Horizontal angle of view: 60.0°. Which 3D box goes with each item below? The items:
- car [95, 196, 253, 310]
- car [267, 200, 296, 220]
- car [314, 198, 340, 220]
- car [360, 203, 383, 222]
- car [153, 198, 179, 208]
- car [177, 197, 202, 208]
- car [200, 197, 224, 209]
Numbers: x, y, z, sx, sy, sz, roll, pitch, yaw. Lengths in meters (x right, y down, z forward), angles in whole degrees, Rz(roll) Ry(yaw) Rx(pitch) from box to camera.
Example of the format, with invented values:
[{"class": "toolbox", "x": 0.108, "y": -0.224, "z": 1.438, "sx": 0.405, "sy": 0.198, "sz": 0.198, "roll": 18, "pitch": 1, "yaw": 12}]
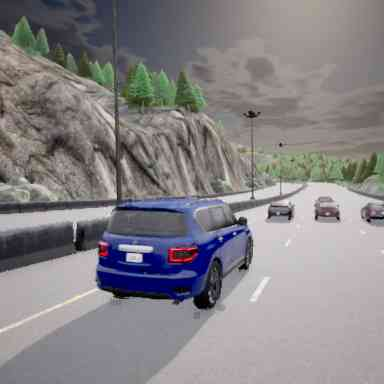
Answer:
[{"class": "car", "x": -0.011, "y": 1.204, "z": 8.147, "sx": 2.150, "sy": 2.045, "sz": 5.566, "roll": 0, "pitch": 0, "yaw": 21}, {"class": "car", "x": 7.490, "y": 1.435, "z": 27.736, "sx": 2.128, "sy": 1.511, "sz": 4.902, "roll": 0, "pitch": 0, "yaw": 21}, {"class": "car", "x": 11.066, "y": 1.472, "z": 27.309, "sx": 1.812, "sy": 1.442, "sz": 4.674, "roll": 0, "pitch": 0, "yaw": 21}, {"class": "car", "x": 13.978, "y": 1.499, "z": 25.104, "sx": 2.033, "sy": 1.411, "sz": 5.357, "roll": 0, "pitch": 0, "yaw": 21}, {"class": "car", "x": -3.617, "y": 1.501, "z": 47.960, "sx": 1.895, "sy": 1.301, "sz": 4.718, "roll": 0, "pitch": 0, "yaw": 21}, {"class": "car", "x": -0.278, "y": 1.415, "z": 46.891, "sx": 1.837, "sy": 1.490, "sz": 4.892, "roll": 0, "pitch": 0, "yaw": 21}, {"class": "car", "x": 2.762, "y": 1.473, "z": 45.057, "sx": 1.994, "sy": 1.385, "sz": 4.181, "roll": 0, "pitch": 0, "yaw": 21}]
